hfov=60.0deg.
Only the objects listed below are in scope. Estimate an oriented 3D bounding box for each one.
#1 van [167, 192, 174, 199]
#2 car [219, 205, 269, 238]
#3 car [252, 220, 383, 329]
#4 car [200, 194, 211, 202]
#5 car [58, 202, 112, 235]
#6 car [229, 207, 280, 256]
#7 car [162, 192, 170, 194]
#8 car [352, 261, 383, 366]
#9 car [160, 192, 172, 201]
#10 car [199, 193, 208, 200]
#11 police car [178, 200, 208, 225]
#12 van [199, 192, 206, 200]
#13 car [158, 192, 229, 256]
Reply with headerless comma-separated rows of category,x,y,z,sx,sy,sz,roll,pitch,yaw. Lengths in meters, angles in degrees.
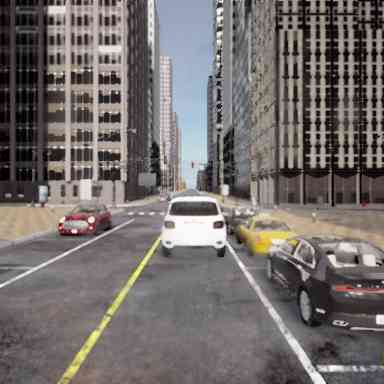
van,-5.731,0.917,90.130,1.690,1.788,3.998,0,0,0
car,2.683,1.486,18.134,2.008,1.369,4.403,0,0,0
car,2.689,1.528,6.795,2.008,1.369,4.403,0,0,0
car,2.756,1.149,67.394,1.967,1.590,4.097,0,0,0
car,-5.697,1.376,18.128,1.967,1.590,4.097,0,0,0
car,2.686,1.481,12.636,1.752,1.417,4.829,0,0,0
car,-5.815,1.149,67.390,1.967,1.590,4.097,0,0,0
car,2.691,1.521,1.298,1.752,1.417,4.829,0,0,0
car,-5.752,0.992,73.075,2.192,1.841,5.009,0,0,0
car,2.655,1.084,78.761,1.967,1.590,4.097,0,0,0
police car,0.085,1.413,24.837,2.038,1.542,4.974,0,0,1
van,2.652,0.951,84.446,1.690,1.788,3.998,0,0,0
car,0.087,1.178,13.034,2.150,2.045,5.566,0,0,1
